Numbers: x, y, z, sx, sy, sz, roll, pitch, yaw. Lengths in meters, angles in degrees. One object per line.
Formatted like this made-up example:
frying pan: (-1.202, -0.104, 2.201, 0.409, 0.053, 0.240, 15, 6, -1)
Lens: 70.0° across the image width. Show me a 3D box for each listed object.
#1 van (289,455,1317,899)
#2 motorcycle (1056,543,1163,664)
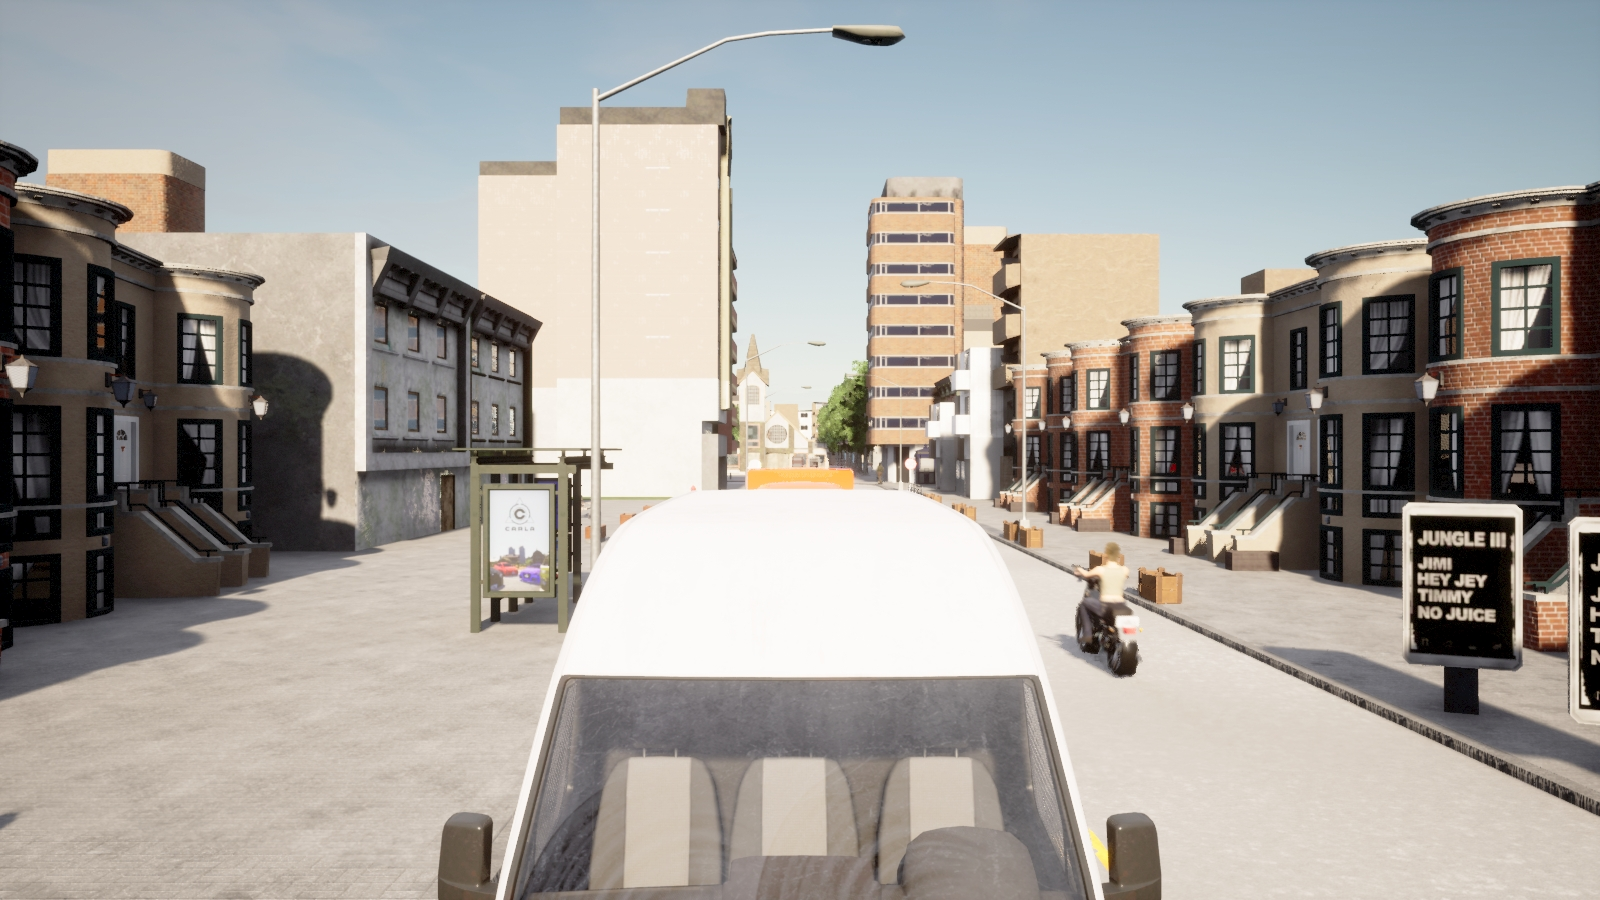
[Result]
van: (0.007, 1.317, 5.167, 1.988, 2.561, 5.915, 0, 0, 0)
motorcycle: (4.005, 1.956, 15.000, 0.764, 1.277, 2.356, 0, 0, 0)
